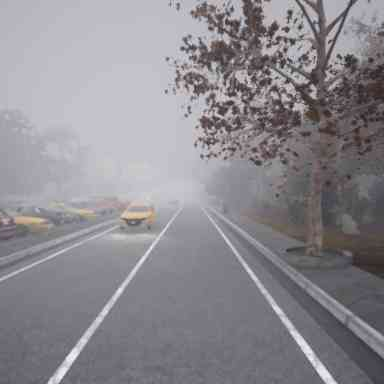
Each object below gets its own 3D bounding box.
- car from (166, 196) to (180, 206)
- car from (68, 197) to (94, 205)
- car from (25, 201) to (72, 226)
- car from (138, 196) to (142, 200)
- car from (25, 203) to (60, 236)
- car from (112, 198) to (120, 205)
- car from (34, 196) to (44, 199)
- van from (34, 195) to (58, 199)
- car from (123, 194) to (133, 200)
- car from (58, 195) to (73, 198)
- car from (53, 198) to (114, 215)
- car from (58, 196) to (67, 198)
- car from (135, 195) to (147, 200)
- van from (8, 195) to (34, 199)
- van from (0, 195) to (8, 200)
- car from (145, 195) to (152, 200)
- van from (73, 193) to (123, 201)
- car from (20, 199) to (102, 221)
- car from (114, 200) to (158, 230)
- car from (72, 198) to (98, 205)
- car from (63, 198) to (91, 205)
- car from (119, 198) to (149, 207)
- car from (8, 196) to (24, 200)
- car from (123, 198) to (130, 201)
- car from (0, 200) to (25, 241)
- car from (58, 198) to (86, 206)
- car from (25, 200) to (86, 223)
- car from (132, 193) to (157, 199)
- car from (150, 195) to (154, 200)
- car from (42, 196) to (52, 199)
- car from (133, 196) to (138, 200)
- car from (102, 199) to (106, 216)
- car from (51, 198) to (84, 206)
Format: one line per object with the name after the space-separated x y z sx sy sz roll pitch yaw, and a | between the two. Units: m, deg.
-3.396 1.874 63.158 1.994 1.385 4.181 0 0 0 | car
-23.331 1.834 69.999 4.553 1.767 2.185 0 -1 0 | car
-10.279 1.518 20.146 4.892 1.521 2.231 0 0 0 | car
-10.434 1.667 47.899 5.366 1.575 1.946 0 -1 0 | car
-10.104 1.500 17.369 5.366 1.575 1.946 0 0 0 | car
-10.238 1.612 34.026 4.792 1.488 2.163 0 0 0 | car
-23.361 1.675 45.200 4.792 1.488 2.163 0 0 0 | car
-23.442 1.475 50.613 4.442 1.987 1.878 0 -1 0 | van
-10.287 1.500 42.353 4.553 1.767 2.185 0 0 0 | car
-23.346 1.524 56.276 5.566 2.045 2.435 0 -1 0 | car
-10.242 1.599 31.250 4.792 1.488 2.163 0 0 0 | car
-23.293 1.767 53.504 4.792 1.488 2.163 0 -1 0 | car
-10.060 1.697 50.551 5.366 1.575 1.946 0 -1 0 | car
-23.227 1.400 42.449 4.442 1.987 1.878 0 0 0 | van
-23.460 1.371 36.894 4.442 1.987 1.878 0 0 0 | van
-10.052 1.771 56.224 5.366 1.575 1.946 0 -1 0 | car
-10.380 1.370 36.804 4.442 1.987 1.878 0 0 0 | van
-10.093 1.540 25.697 5.366 1.575 1.946 0 0 0 | car
-3.355 1.497 21.535 1.882 1.535 5.008 0 0 0 | car
-23.291 1.997 72.768 5.008 1.535 2.097 0 -1 0 | car
-23.273 1.954 67.351 4.792 1.488 2.163 0 -1 0 | car
-10.240 1.813 59.000 4.892 1.521 2.231 0 -1 0 | car
-23.345 1.610 39.662 5.008 1.535 2.097 0 0 0 | car
-10.289 1.639 39.579 4.792 1.488 2.163 0 0 0 | car
-10.262 1.364 14.594 4.553 1.767 2.185 0 0 0 | car
-23.304 1.927 64.581 4.674 1.452 2.002 0 -1 0 | car
-10.288 1.531 22.922 4.892 1.521 2.231 0 0 0 | car
-10.255 1.635 64.556 5.566 2.045 2.435 0 -1 0 | car
-10.416 1.846 61.776 5.366 1.575 1.946 0 -1 0 | car
-23.358 1.699 47.839 4.792 1.488 2.163 0 -1 0 | car
-10.246 1.646 45.132 4.892 1.521 2.231 0 -1 0 | car
-10.245 1.586 28.474 4.792 1.488 2.163 0 0 0 | car
-23.125 1.847 61.812 5.366 1.575 1.946 0 -1 0 | car
